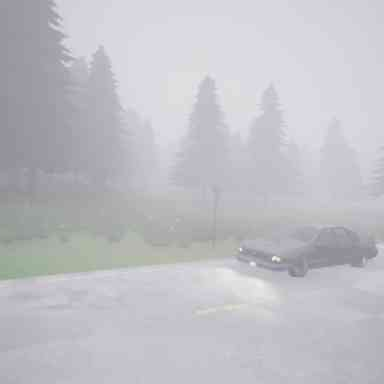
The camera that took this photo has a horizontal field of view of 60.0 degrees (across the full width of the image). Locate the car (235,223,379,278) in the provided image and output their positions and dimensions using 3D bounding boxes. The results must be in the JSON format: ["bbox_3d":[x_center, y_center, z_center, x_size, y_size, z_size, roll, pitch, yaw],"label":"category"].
[{"bbox_3d":[4.002,1.766,11.020,5.357,1.411,2.033,2,0,-33],"label":"car"}]
